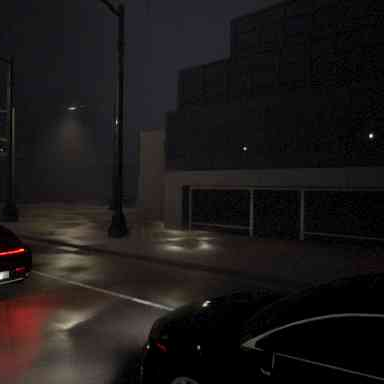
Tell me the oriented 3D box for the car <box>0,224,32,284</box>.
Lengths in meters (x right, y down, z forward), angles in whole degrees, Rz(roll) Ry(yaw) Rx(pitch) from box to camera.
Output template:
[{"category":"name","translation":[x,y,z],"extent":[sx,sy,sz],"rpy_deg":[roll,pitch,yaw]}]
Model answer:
[{"category":"car","translation":[-5.826,1.415,8.121],"extent":[4.892,1.490,1.837],"rpy_deg":[1,0,35]}]

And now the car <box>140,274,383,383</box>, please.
[{"category":"car","translation":[1.703,1.503,2.780],"extent":[4.892,1.490,1.837],"rpy_deg":[0,0,36]}]

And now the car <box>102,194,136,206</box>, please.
[{"category":"car","translation":[-9.672,1.044,44.228],"extent":[1.837,1.490,4.892],"rpy_deg":[1,0,36]}]
